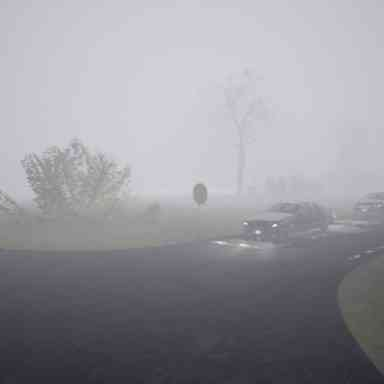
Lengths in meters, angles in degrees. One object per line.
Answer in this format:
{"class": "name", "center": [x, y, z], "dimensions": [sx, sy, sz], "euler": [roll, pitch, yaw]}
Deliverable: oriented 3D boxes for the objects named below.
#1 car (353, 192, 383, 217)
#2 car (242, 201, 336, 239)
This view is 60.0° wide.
{"class": "car", "center": [12.354, 0.770, 21.960], "dimensions": [4.902, 1.511, 2.128], "euler": [-2, 0, -41]}
{"class": "car", "center": [4.556, 1.132, 15.044], "dimensions": [5.357, 1.411, 2.033], "euler": [-2, 1, -43]}
